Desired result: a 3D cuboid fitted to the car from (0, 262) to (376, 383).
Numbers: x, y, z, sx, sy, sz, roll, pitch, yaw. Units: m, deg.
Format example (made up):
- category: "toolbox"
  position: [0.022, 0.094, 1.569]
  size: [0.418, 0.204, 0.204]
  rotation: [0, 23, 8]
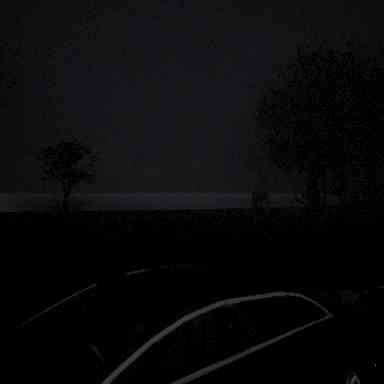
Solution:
- category: "car"
  position: [-0.318, 1.491, 2.849]
  size: [4.902, 1.511, 2.128]
  rotation: [0, 0, -36]
